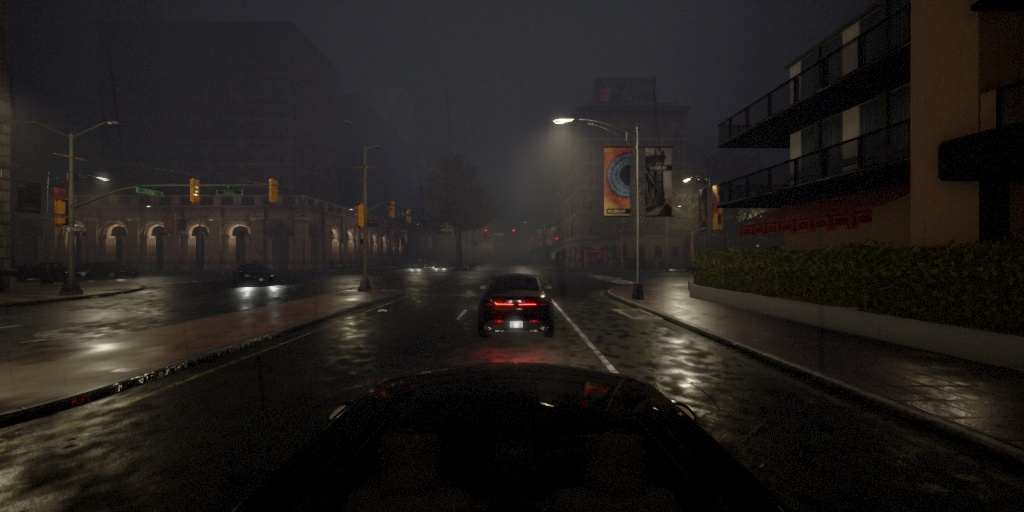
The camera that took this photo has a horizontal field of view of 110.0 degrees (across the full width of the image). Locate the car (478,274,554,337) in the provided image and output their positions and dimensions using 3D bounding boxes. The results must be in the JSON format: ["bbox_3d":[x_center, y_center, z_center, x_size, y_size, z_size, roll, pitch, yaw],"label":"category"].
[{"bbox_3d":[0.109,1.255,10.304,1.837,1.490,4.892,0,0,0],"label":"car"}]

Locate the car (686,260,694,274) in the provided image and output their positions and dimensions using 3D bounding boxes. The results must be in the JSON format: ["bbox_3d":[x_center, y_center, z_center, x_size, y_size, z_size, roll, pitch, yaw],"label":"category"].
[{"bbox_3d":[21.863,1.351,39.565,4.718,1.301,1.895,0,0,0],"label":"car"}]

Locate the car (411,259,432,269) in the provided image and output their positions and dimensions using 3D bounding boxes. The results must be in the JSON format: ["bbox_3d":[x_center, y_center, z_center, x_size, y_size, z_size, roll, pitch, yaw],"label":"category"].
[{"bbox_3d":[-14.862,1.241,57.928,2.128,1.511,4.902,0,0,0],"label":"car"}]

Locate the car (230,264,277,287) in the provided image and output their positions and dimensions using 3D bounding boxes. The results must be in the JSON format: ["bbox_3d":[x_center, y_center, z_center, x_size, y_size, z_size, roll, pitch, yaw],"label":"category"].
[{"bbox_3d":[-18.045,1.276,25.011,4.674,1.442,1.812,0,-1,44],"label":"car"}]

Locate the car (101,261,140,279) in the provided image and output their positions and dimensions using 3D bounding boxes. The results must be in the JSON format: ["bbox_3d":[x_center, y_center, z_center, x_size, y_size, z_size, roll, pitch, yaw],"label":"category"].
[{"bbox_3d":[-36.677,1.228,32.351,5.008,1.535,1.882,0,0,0],"label":"car"}]

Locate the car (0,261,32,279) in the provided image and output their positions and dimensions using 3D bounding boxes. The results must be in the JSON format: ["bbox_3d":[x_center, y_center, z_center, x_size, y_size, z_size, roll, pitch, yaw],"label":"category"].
[{"bbox_3d":[-47.145,1.228,32.380,5.008,1.535,1.882,0,0,0],"label":"car"}]

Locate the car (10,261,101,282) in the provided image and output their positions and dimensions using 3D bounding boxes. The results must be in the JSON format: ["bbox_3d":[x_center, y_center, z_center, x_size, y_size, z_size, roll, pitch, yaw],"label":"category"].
[{"bbox_3d":[-36.931,1.239,28.851,4.902,1.511,2.128,0,0,0],"label":"car"}]

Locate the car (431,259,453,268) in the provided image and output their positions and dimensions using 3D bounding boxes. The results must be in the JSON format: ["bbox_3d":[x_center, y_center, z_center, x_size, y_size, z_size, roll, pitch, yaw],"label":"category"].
[{"bbox_3d":[-11.357,1.314,58.700,1.994,1.385,4.181,0,0,0],"label":"car"}]
